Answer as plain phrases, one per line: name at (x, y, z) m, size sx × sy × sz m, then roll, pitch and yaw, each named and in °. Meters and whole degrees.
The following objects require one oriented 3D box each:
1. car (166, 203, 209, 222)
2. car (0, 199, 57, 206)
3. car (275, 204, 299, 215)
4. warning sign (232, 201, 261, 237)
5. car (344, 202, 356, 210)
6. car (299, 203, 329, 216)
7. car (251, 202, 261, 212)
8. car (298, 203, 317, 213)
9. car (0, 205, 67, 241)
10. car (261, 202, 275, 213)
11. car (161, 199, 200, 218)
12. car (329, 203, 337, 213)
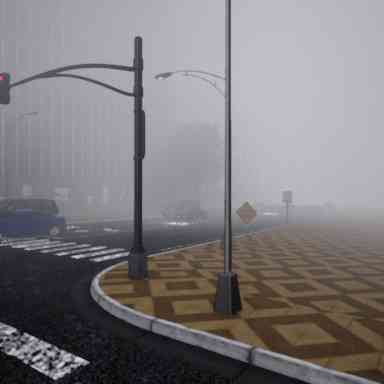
car at (-0.104, 2.043, 31.200) m, size 1.994 × 1.385 × 4.181 m, roll 0°, pitch -1°, yaw 33°
car at (-10.968, 1.432, 20.668) m, size 2.150 × 2.045 × 5.566 m, roll 0°, pitch -1°, yaw 36°
car at (13.493, 2.366, 46.108) m, size 1.812 × 1.442 × 4.674 m, roll 0°, pitch -1°, yaw 33°
warning sign at (3.052, 1.451, 18.586) m, size 1.300 × 1.860 × 1.060 m, roll 1°, pitch 1°, yaw 33°
car at (31.402, 2.764, 65.984) m, size 1.801 × 1.575 × 5.366 m, roll 0°, pitch -1°, yaw 33°
car at (16.457, 2.400, 44.704) m, size 2.033 × 1.411 × 5.357 m, roll 0°, pitch -1°, yaw 33°
car at (10.703, 2.436, 53.886) m, size 1.837 × 1.490 × 4.892 m, roll 0°, pitch -1°, yaw 33°
car at (19.012, 2.585, 54.796) m, size 1.994 × 1.385 × 4.181 m, roll 0°, pitch -1°, yaw 33°
car at (-9.003, 1.655, 17.328) m, size 1.882 × 1.535 × 5.008 m, roll 0°, pitch -1°, yaw 33°
car at (12.628, 2.462, 50.907) m, size 1.994 × 1.385 × 4.181 m, roll 0°, pitch -1°, yaw 33°
car at (-0.978, 1.757, 35.855) m, size 2.150 × 2.045 × 5.566 m, roll 0°, pitch -1°, yaw 33°
car at (21.748, 2.531, 53.041) m, size 1.837 × 1.490 × 4.892 m, roll 0°, pitch -1°, yaw 33°
